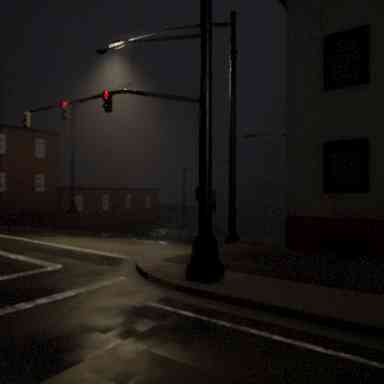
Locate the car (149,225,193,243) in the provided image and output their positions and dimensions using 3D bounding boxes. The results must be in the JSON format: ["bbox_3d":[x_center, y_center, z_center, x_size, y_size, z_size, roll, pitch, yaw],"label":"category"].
[{"bbox_3d":[-1.715,3.580,29.019,1.812,1.442,4.674,0,-9,36],"label":"car"}]
